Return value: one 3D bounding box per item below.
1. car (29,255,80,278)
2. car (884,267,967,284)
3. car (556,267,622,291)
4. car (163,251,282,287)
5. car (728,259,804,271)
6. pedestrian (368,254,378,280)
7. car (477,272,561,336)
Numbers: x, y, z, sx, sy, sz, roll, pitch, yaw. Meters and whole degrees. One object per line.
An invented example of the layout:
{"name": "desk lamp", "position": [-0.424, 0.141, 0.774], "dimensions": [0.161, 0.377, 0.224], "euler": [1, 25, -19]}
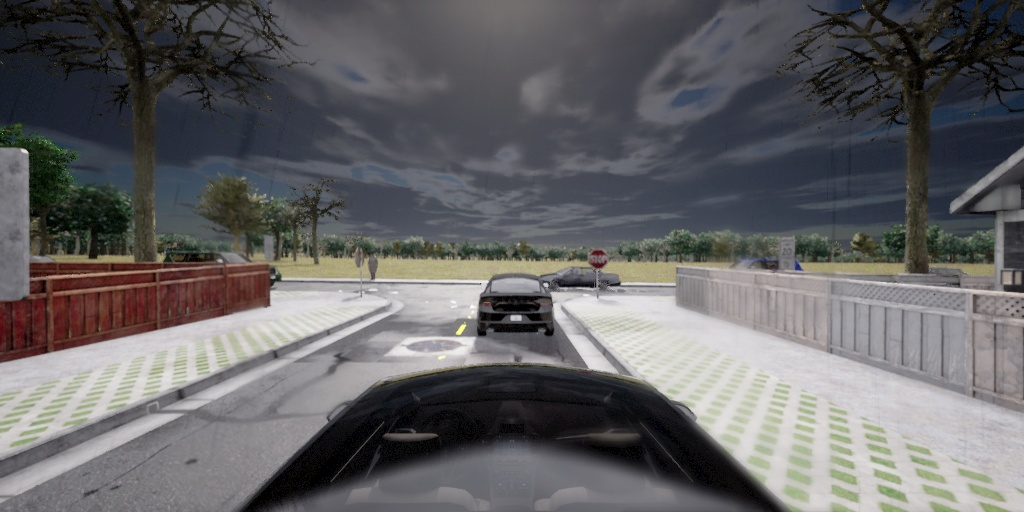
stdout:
{"name": "car", "position": [-25.741, 0.731, 19.129], "dimensions": [4.553, 1.767, 2.097], "euler": [1, 0, -1]}
{"name": "car", "position": [25.819, 1.466, 22.494], "dimensions": [4.553, 1.767, 2.097], "euler": [1, 0, 0]}
{"name": "car", "position": [3.907, 1.356, 21.964], "dimensions": [5.357, 1.411, 2.033], "euler": [1, 0, -8]}
{"name": "car", "position": [-15.546, 0.758, 19.206], "dimensions": [5.566, 2.045, 2.150], "euler": [1, 0, 0]}
{"name": "car", "position": [15.109, 1.183, 22.416], "dimensions": [5.566, 2.045, 2.150], "euler": [0, 0, -1]}
{"name": "pedestrian", "position": [-9.732, 0.739, 25.115], "dimensions": [0.375, 1.860, 0.375], "euler": [0, -1, 0]}
{"name": "car", "position": [0.087, 1.223, 10.418], "dimensions": [1.882, 1.535, 5.008], "euler": [0, 0, 0]}
